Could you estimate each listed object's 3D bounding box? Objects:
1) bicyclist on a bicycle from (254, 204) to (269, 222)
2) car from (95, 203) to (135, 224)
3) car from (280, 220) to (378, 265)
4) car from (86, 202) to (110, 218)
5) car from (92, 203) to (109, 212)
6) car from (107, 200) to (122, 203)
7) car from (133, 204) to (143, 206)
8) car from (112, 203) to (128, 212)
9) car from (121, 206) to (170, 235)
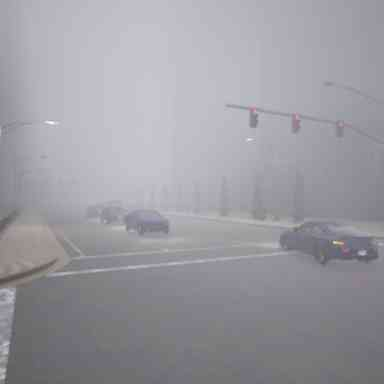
[{"bbox_3d":[6.337,1.930,30.386,1.656,1.620,0.582,0,-1,-25],"label":"bicyclist on a bicycle"},{"bbox_3d":[-7.322,2.113,31.252,2.128,1.511,4.902,1,-1,-25],"label":"car"},{"bbox_3d":[5.073,1.800,12.841,1.812,1.442,4.674,1,-1,-8],"label":"car"},{"bbox_3d":[-11.627,2.300,40.410,2.128,1.511,4.902,1,-1,-25],"label":"car"},{"bbox_3d":[-16.232,2.735,58.591,2.033,1.411,5.357,1,-1,-25],"label":"car"},{"bbox_3d":[-11.646,2.213,48.982,2.150,2.045,5.566,1,-1,-25],"label":"car"},{"bbox_3d":[-8.580,2.538,50.688,1.837,1.490,4.892,1,-1,-25],"label":"car"},{"bbox_3d":[-13.067,2.730,60.084,1.837,1.490,4.892,1,-1,-25],"label":"car"},{"bbox_3d":[-3.086,1.919,22.398,1.882,1.535,5.008,1,-1,-26],"label":"car"}]
